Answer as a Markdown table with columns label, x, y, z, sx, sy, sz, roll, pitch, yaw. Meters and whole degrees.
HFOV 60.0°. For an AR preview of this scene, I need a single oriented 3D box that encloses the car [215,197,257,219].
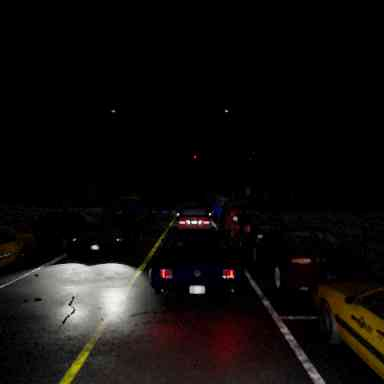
| label | x | y | z | sx | sy | sz | roll | pitch | yaw |
| --- | --- | --- | --- | --- | --- | --- | --- | --- | --- |
| car | 2.787 | 1.318 | 19.664 | 2.192 | 1.841 | 5.009 | 0 | 0 | 0 |

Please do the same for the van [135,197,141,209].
| label | x | y | z | sx | sy | sz | roll | pitch | yaw |
| --- | --- | --- | --- | --- | --- | --- | --- | --- | --- |
| van | -5.723 | 1.348 | 30.551 | 1.690 | 1.788 | 3.998 | 0 | 0 | 0 |

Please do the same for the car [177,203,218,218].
| label | x | y | z | sx | sy | sz | roll | pitch | yaw |
| --- | --- | --- | --- | --- | --- | --- | --- | --- | --- |
| car | 0.122 | 1.551 | 18.878 | 2.033 | 1.411 | 5.357 | 0 | 0 | 0 |

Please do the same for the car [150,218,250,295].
| label | x | y | z | sx | sy | sz | roll | pitch | yaw |
| --- | --- | --- | --- | --- | --- | --- | --- | --- | --- |
| car | 0.111 | 1.602 | 8.656 | 1.895 | 1.301 | 4.718 | 0 | 0 | 0 |

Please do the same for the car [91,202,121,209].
| label | x | y | z | sx | sy | sz | roll | pitch | yaw |
| --- | --- | --- | --- | --- | --- | --- | --- | --- | --- |
| car | -5.738 | 1.529 | 19.506 | 1.752 | 1.417 | 4.829 | 0 | 0 | 0 |

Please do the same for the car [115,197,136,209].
| label | x | y | z | sx | sy | sz | roll | pitch | yaw |
| --- | --- | --- | --- | --- | --- | --- | --- | --- | --- |
| car | -5.731 | 1.445 | 25.113 | 1.967 | 1.590 | 4.097 | 0 | 0 | 0 |

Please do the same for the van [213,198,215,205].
| label | x | y | z | sx | sy | sz | roll | pitch | yaw |
| --- | --- | --- | --- | --- | --- | --- | --- | --- | --- |
| van | 2.794 | 1.346 | 25.101 | 1.690 | 1.788 | 3.998 | 0 | 0 | 0 |

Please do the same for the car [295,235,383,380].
| label | x | y | z | sx | sy | sz | roll | pitch | yaw |
| --- | --- | --- | --- | --- | --- | --- | --- | --- | --- |
| car | 2.765 | 1.526 | 3.521 | 1.752 | 1.417 | 4.829 | 0 | 0 | 0 |

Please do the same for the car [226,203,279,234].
| label | x | y | z | sx | sy | sz | roll | pitch | yaw |
| --- | --- | --- | --- | --- | --- | --- | --- | --- | --- |
| car | 2.779 | 1.442 | 14.226 | 1.967 | 1.590 | 4.097 | 0 | 0 | 0 |

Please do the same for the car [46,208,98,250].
| label | x | y | z | sx | sy | sz | roll | pitch | yaw |
| --- | --- | --- | --- | --- | --- | --- | --- | --- | --- |
| car | -5.746 | 1.568 | 14.238 | 1.947 | 1.339 | 4.313 | 0 | 0 | 0 |

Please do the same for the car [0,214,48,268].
| label | x | y | z | sx | sy | sz | roll | pitch | yaw |
| --- | --- | --- | --- | --- | --- | --- | --- | --- | --- |
| car | -5.753 | 1.526 | 8.631 | 1.752 | 1.417 | 4.829 | 0 | 0 | 0 |

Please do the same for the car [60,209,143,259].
| label | x | y | z | sx | sy | sz | roll | pitch | yaw |
| --- | --- | --- | --- | --- | --- | --- | --- | --- | --- |
| car | -3.076 | 1.565 | 12.526 | 1.994 | 1.385 | 4.181 | 0 | 0 | 0 |

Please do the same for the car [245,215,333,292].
| label | x | y | z | sx | sy | sz | roll | pitch | yaw |
| --- | --- | --- | --- | --- | --- | --- | --- | --- | --- |
| car | 2.772 | 1.546 | 8.789 | 1.887 | 1.381 | 4.507 | 0 | 0 | 0 |

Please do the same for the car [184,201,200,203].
| label | x | y | z | sx | sy | sz | roll | pitch | yaw |
| --- | --- | --- | --- | --- | --- | --- | --- | --- | --- |
| car | 0.036 | 1.484 | 28.795 | 1.882 | 1.535 | 5.008 | 0 | 0 | 0 |
